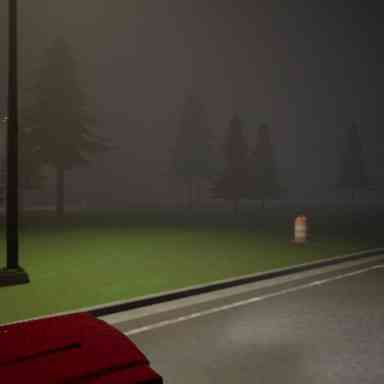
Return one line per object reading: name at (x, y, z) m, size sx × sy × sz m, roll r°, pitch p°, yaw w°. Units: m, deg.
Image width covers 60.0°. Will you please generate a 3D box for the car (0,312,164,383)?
car at (-2.468, 1.600, 1.987) m, size 4.718 × 1.301 × 1.895 m, roll 0°, pitch 0°, yaw -36°
